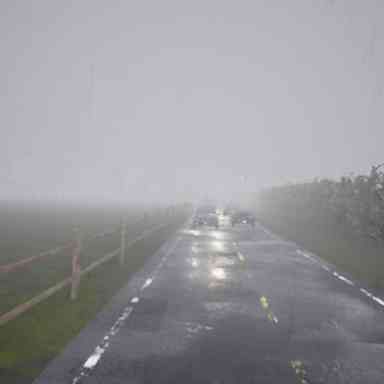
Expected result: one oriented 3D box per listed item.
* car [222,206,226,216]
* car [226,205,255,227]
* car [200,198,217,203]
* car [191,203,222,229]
[{"bbox_3d":[4.791,2.249,40.572,1.994,1.385,4.181,2,-1,3],"label":"car"},{"bbox_3d":[4.128,2.010,27.635,1.837,1.490,4.892,2,0,3],"label":"car"},{"bbox_3d":[2.487,1.916,50.083,2.150,2.045,5.566,2,-1,3],"label":"car"},{"bbox_3d":[1.034,1.836,24.534,1.837,1.490,4.892,2,-1,3],"label":"car"}]
